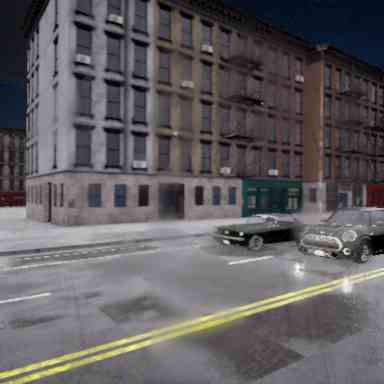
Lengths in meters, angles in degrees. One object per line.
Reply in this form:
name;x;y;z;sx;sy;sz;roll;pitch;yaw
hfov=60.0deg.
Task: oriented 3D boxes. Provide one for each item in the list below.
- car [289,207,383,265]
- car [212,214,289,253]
car;5.857;1.349;11.852;4.553;1.767;2.097;0;0;-35
car;3.113;1.596;13.888;4.718;1.301;1.895;0;0;-35
